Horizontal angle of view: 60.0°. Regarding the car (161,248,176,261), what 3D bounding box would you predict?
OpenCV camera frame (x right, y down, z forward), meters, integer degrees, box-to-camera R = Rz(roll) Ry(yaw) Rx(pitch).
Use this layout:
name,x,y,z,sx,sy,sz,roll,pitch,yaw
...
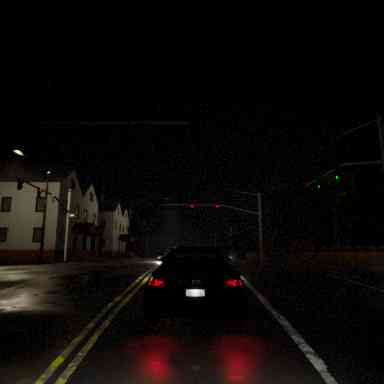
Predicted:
name,x,y,z,sx,sy,sz,roll,pitch,yaw
car,-3.589,9.722,51.666,2.097,1.767,4.553,0,-11,0

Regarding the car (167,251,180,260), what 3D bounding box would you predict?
name,x,y,z,sx,sy,sz,roll,pitch,yaw
car,-3.550,12.099,63.236,2.128,1.511,4.902,0,-11,0

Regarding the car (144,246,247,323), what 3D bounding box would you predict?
name,x,y,z,sx,sy,sz,roll,pitch,yaw
car,0.072,1.985,7.896,1.994,1.385,4.181,0,-7,0

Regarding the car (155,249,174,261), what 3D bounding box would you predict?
name,x,y,z,sx,sy,sz,roll,pitch,yaw
car,-3.588,8.371,43.933,2.128,1.511,4.902,0,-11,0
